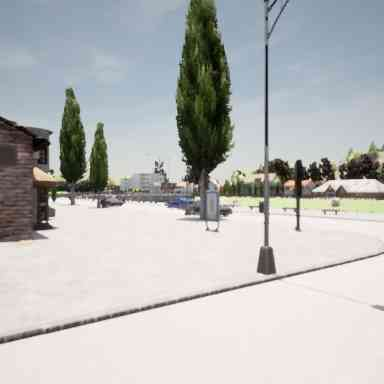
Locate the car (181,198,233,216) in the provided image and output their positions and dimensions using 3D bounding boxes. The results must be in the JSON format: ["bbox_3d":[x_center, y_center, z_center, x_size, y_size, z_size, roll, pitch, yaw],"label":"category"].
[{"bbox_3d":[1.489,1.543,31.641,2.033,1.411,5.357,0,0,-36],"label":"car"}]

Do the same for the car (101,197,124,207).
[{"bbox_3d":[-12.330,1.543,50.999,2.033,1.411,5.357,0,0,-35],"label":"car"}]

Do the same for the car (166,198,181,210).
[{"bbox_3d":[-1.494,1.472,43.001,1.882,1.535,5.008,0,0,-36],"label":"car"}]
